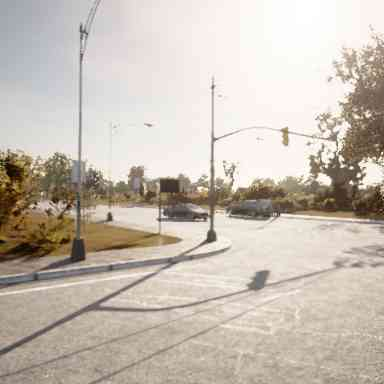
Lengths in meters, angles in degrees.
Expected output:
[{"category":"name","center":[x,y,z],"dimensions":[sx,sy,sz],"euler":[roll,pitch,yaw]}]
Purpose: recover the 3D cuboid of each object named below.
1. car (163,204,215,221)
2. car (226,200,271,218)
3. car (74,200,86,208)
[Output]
[{"category":"car","center":[-0.401,1.731,29.252],"dimensions":[2.033,1.411,5.357],"euler":[1,0,-39]},{"category":"car","center":[5.535,1.614,33.204],"dimensions":[2.097,1.767,4.553],"euler":[1,0,-39]},{"category":"car","center":[-15.243,1.770,47.815],"dimensions":[1.895,1.301,4.718],"euler":[1,0,-38]}]
